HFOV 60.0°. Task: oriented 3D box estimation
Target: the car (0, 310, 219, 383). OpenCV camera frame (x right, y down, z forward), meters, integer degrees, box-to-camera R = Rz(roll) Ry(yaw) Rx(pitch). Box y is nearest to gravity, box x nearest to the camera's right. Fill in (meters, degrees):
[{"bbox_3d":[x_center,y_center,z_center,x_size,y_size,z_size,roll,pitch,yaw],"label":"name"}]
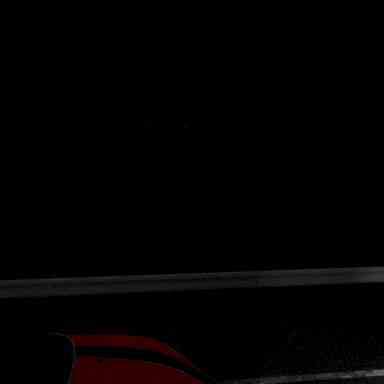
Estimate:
[{"bbox_3d":[-1.841,1.352,1.677,4.553,1.767,2.097,0,0,-7],"label":"car"}]
